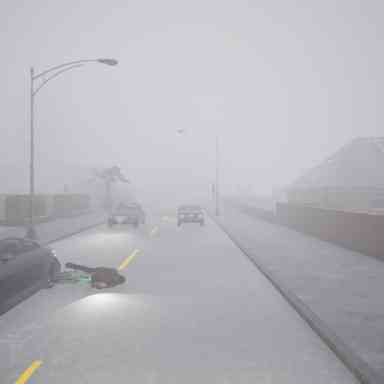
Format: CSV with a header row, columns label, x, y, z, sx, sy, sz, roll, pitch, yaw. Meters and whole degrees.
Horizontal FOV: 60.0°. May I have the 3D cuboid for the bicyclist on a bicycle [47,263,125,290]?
label,x,y,z,sx,sy,sz,roll,pitch,yaw
bicyclist on a bicycle,-2.389,1.998,7.740,1.620,0.582,1.656,4,-6,-6

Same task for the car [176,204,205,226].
label,x,y,z,sx,sy,sz,roll,pitch,yaw
car,-0.143,1.547,23.366,2.033,1.411,5.357,0,0,-2

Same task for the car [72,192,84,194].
label,x,y,z,sx,sy,sz,roll,pitch,yaw
car,-20.413,0.986,58.051,1.905,1.878,3.866,0,0,34

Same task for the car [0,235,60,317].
label,x,y,z,sx,sy,sz,roll,pitch,yaw
car,-4.173,1.564,6.381,1.994,1.385,4.181,0,0,-1

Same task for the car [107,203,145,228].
label,x,y,z,sx,sy,sz,roll,pitch,yaw
car,-4.289,1.492,22.245,2.128,1.511,4.902,0,0,0
